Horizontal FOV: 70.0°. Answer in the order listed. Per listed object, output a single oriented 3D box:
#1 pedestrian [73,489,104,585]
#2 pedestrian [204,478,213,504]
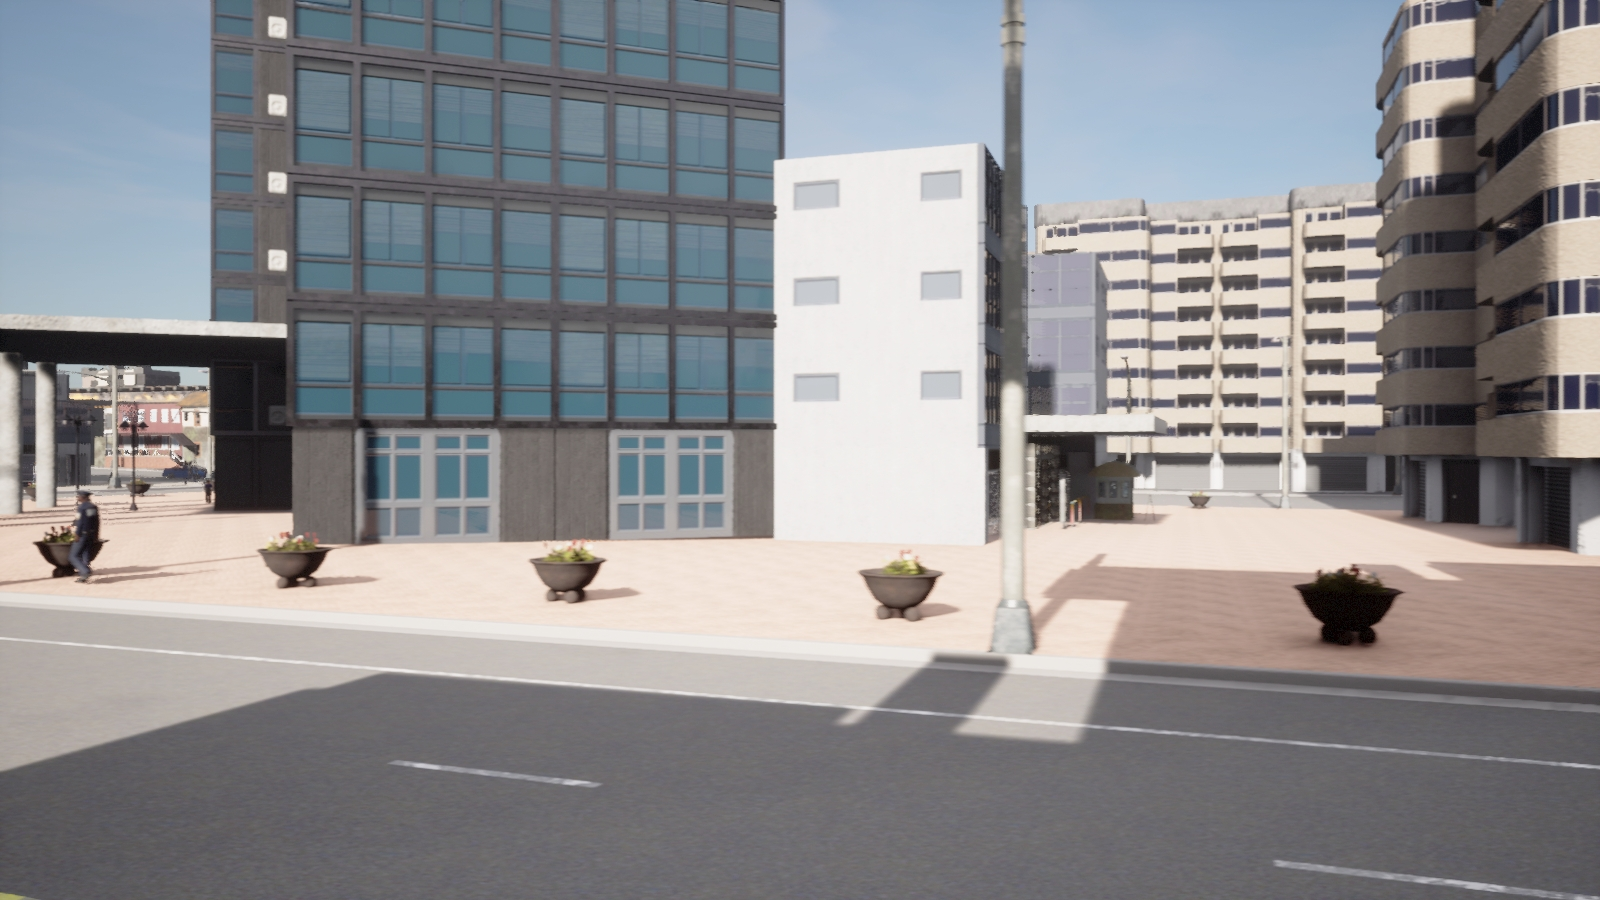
[{"bbox_3d":[-13.986,1.695,22.462,0.375,1.860,0.375,0,0,14],"label":"pedestrian"},{"bbox_3d":[-29.688,2.049,57.344,0.375,1.300,0.375,0,0,-22],"label":"pedestrian"}]
